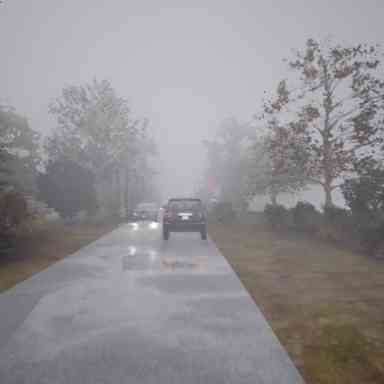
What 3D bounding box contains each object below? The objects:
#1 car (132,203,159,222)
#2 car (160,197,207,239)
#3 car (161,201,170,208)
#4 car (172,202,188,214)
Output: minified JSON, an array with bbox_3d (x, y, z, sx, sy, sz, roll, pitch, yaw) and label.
[{"bbox_3d":[-3.811,1.667,27.867,1.837,1.490,4.892,0,-1,-3],"label":"car"},{"bbox_3d":[-0.423,1.287,17.969,2.150,2.045,5.566,0,0,-2],"label":"car"},{"bbox_3d":[-5.478,2.609,69.201,1.812,1.442,4.674,0,-2,-2],"label":"car"},{"bbox_3d":[-1.462,1.972,41.442,1.895,1.301,4.718,0,-1,-2],"label":"car"}]
